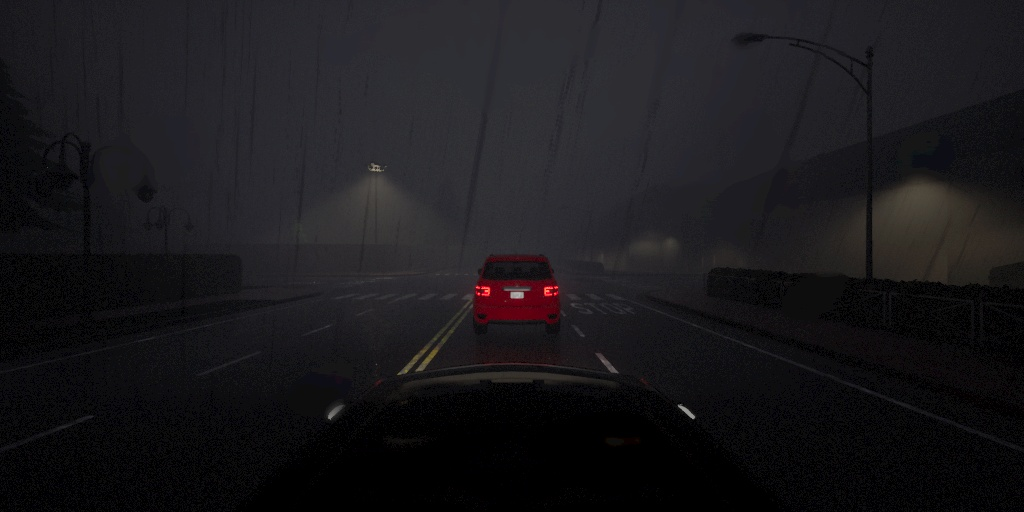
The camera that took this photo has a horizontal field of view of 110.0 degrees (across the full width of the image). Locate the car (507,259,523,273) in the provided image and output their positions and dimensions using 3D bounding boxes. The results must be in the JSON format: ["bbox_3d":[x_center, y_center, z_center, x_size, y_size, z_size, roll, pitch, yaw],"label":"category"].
[{"bbox_3d":[0.353,1.228,45.586,1.882,1.535,5.008,0,0,1],"label":"car"}]

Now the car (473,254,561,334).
[{"bbox_3d":[0.121,0.971,10.734,2.150,2.045,5.566,0,0,0],"label":"car"}]
